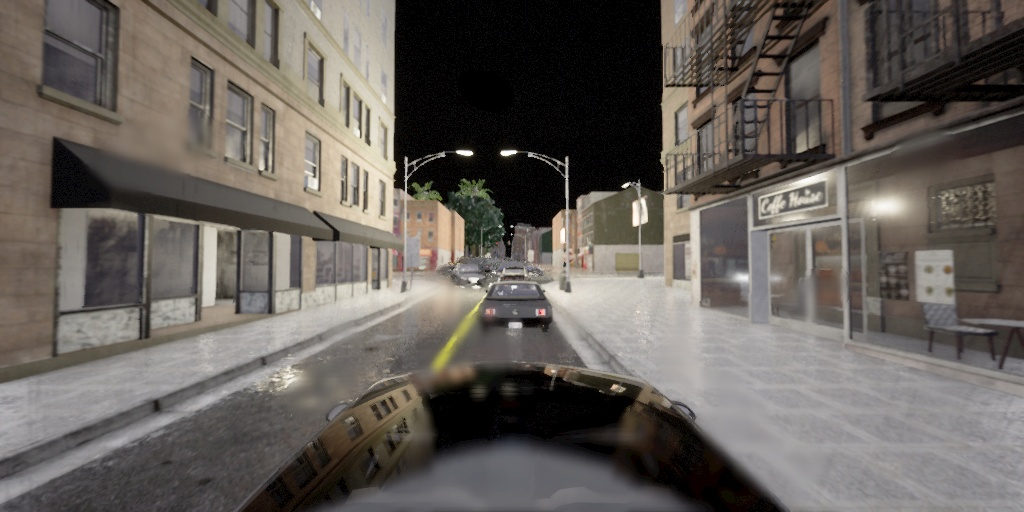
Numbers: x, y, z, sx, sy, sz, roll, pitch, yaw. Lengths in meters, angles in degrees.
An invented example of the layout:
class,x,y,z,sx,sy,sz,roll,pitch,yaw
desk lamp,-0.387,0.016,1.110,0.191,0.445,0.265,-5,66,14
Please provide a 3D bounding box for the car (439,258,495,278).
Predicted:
class,x,y,z,sx,sy,sz,roll,pitch,yaw
car,-4.976,1.254,38.359,5.566,2.045,2.150,-1,-1,0

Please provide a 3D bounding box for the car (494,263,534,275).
class,x,y,z,sx,sy,sz,roll,pitch,yaw
car,0.165,1.394,21.302,1.837,1.490,4.892,0,0,1

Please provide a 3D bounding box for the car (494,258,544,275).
class,x,y,z,sx,sy,sz,roll,pitch,yaw
car,0.809,1.259,34.999,4.553,1.767,2.097,-1,-2,-1

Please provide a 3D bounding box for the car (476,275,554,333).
class,x,y,z,sx,sy,sz,roll,pitch,yaw
car,0.100,1.420,10.988,1.895,1.301,4.718,0,0,0

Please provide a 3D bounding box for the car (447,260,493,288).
class,x,y,z,sx,sy,sz,roll,pitch,yaw
car,-3.121,1.343,25.626,2.128,1.511,4.902,-1,2,-16

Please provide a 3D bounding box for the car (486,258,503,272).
class,x,y,z,sx,sy,sz,roll,pitch,yaw
car,-2.589,1.304,53.942,2.150,2.045,5.566,0,0,2

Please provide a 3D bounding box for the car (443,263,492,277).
class,x,y,z,sx,sy,sz,roll,pitch,yaw
car,-5.115,1.598,41.590,5.357,1.411,2.033,-2,-1,0
